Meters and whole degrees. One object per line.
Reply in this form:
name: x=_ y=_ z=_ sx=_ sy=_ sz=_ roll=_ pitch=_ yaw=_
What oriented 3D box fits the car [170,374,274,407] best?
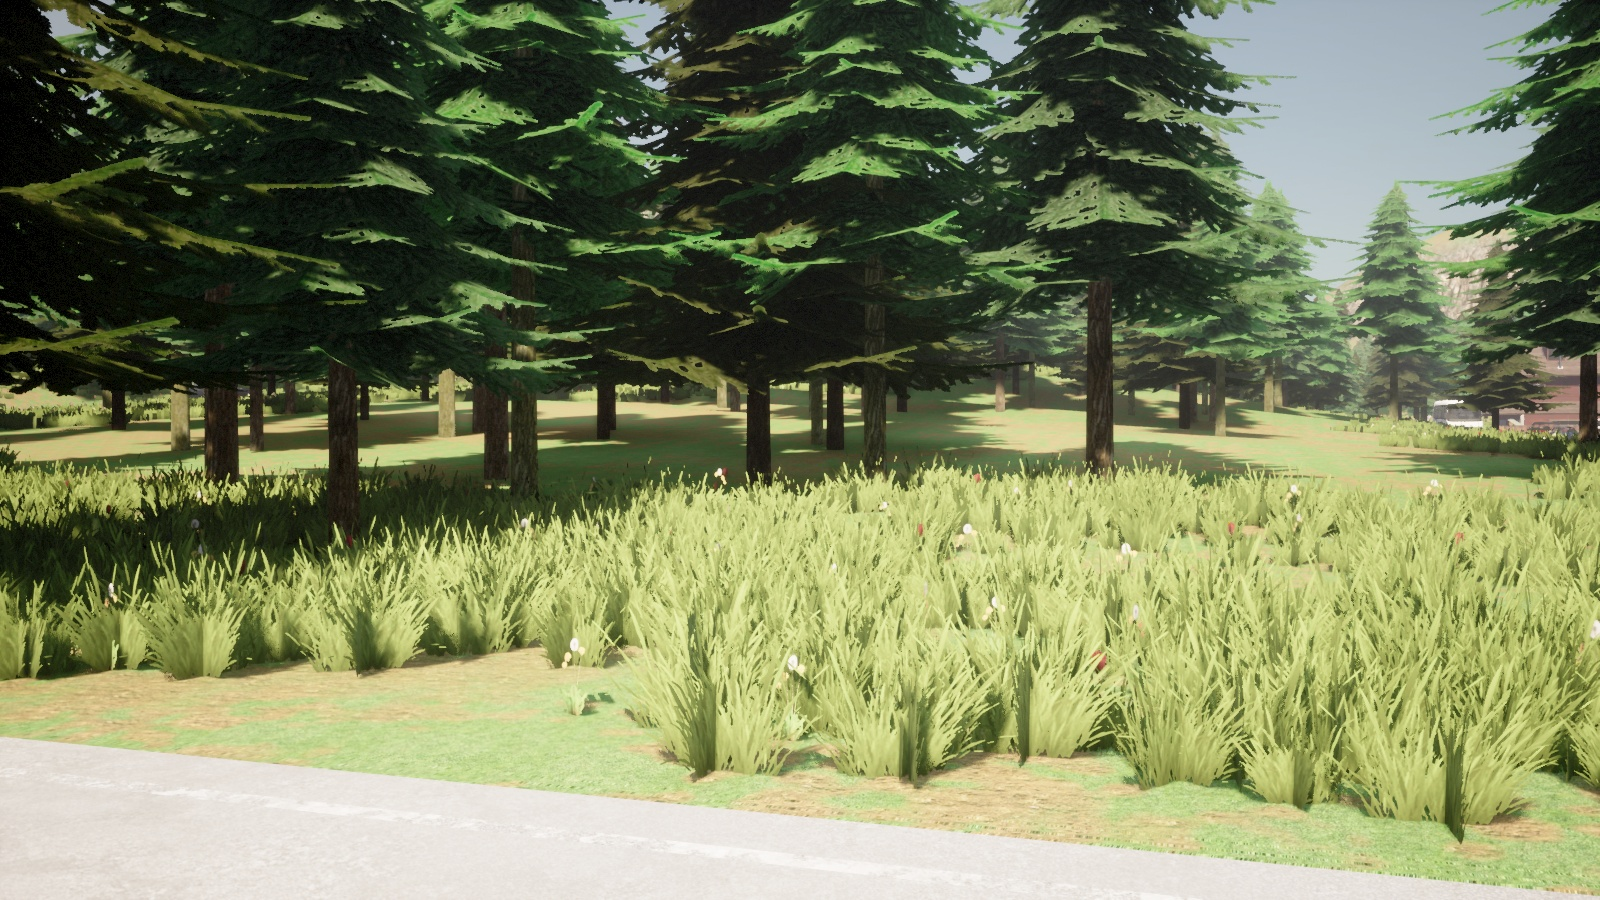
car: x=-32.755 y=-3.394 z=71.253 sx=1.837 sy=1.490 sz=4.892 roll=1 pitch=6 yaw=45
